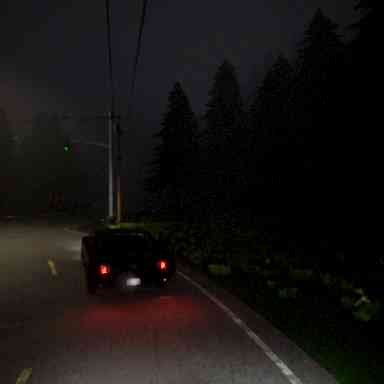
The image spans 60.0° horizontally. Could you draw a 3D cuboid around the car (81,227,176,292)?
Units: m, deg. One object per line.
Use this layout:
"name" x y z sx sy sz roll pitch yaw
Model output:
"car" -2.000 1.626 9.141 1.895 1.301 4.718 0 0 -20
